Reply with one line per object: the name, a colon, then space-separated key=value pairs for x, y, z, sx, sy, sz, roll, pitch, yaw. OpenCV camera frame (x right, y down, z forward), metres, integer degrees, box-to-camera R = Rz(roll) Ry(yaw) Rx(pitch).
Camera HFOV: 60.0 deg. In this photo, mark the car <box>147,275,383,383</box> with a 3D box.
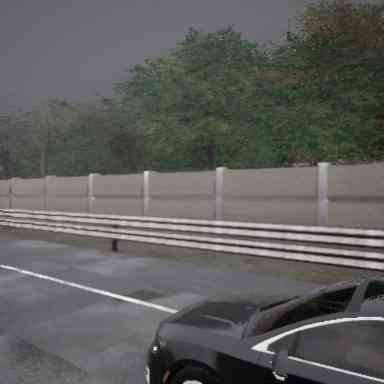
car: x=1.782 y=1.506 z=2.722 sx=4.892 sy=1.490 sz=1.837 roll=0 pitch=0 yaw=35
